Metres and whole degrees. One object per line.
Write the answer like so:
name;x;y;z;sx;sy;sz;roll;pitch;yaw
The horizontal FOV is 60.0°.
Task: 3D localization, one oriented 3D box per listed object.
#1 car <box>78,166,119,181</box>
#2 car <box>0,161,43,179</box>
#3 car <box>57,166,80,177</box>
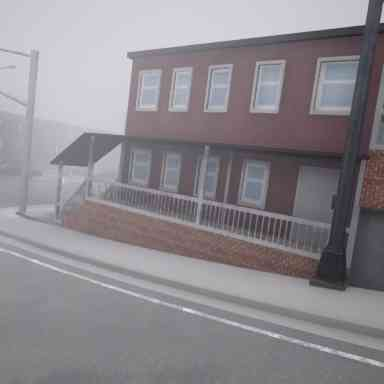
car;-10.959;-2.150;41.589;2.033;1.411;5.357;11;6;35
car;-17.494;-2.154;32.503;2.033;1.411;5.357;11;6;37
car;-14.646;-2.724;42.371;1.837;1.490;4.892;11;6;35
